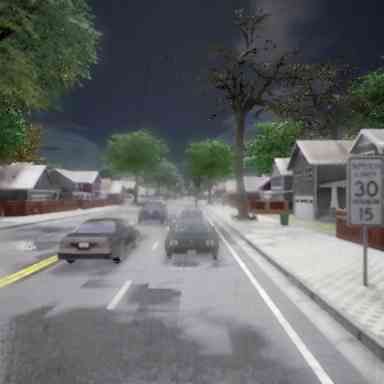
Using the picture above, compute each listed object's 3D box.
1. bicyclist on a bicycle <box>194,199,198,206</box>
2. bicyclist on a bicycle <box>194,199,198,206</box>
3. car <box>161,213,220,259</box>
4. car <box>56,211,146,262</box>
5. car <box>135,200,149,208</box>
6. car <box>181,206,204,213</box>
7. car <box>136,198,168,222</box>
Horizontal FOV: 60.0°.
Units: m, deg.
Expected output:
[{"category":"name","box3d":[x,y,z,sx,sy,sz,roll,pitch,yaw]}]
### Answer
[{"category":"bicyclist on a bicycle","box3d":[0.885,2.400,76.488,0.866,1.612,1.509,0,-1,0]},{"category":"bicyclist on a bicycle","box3d":[0.890,2.201,67.488,0.659,1.776,1.843,0,-1,0]},{"category":"car","box3d":[0.020,1.735,13.249,1.895,1.301,4.718,0,-1,1]},{"category":"car","box3d":[-3.240,1.674,12.540,2.033,1.411,5.357,0,-1,1]},{"category":"car","box3d":[-9.757,2.349,65.619,2.033,1.411,5.357,0,-1,0]},{"category":"car","box3d":[0.010,1.838,27.520,2.033,1.411,5.357,0,-1,0]},{"category":"car","box3d":[-3.227,1.652,28.426,2.097,1.767,4.553,0,-1,1]}]
